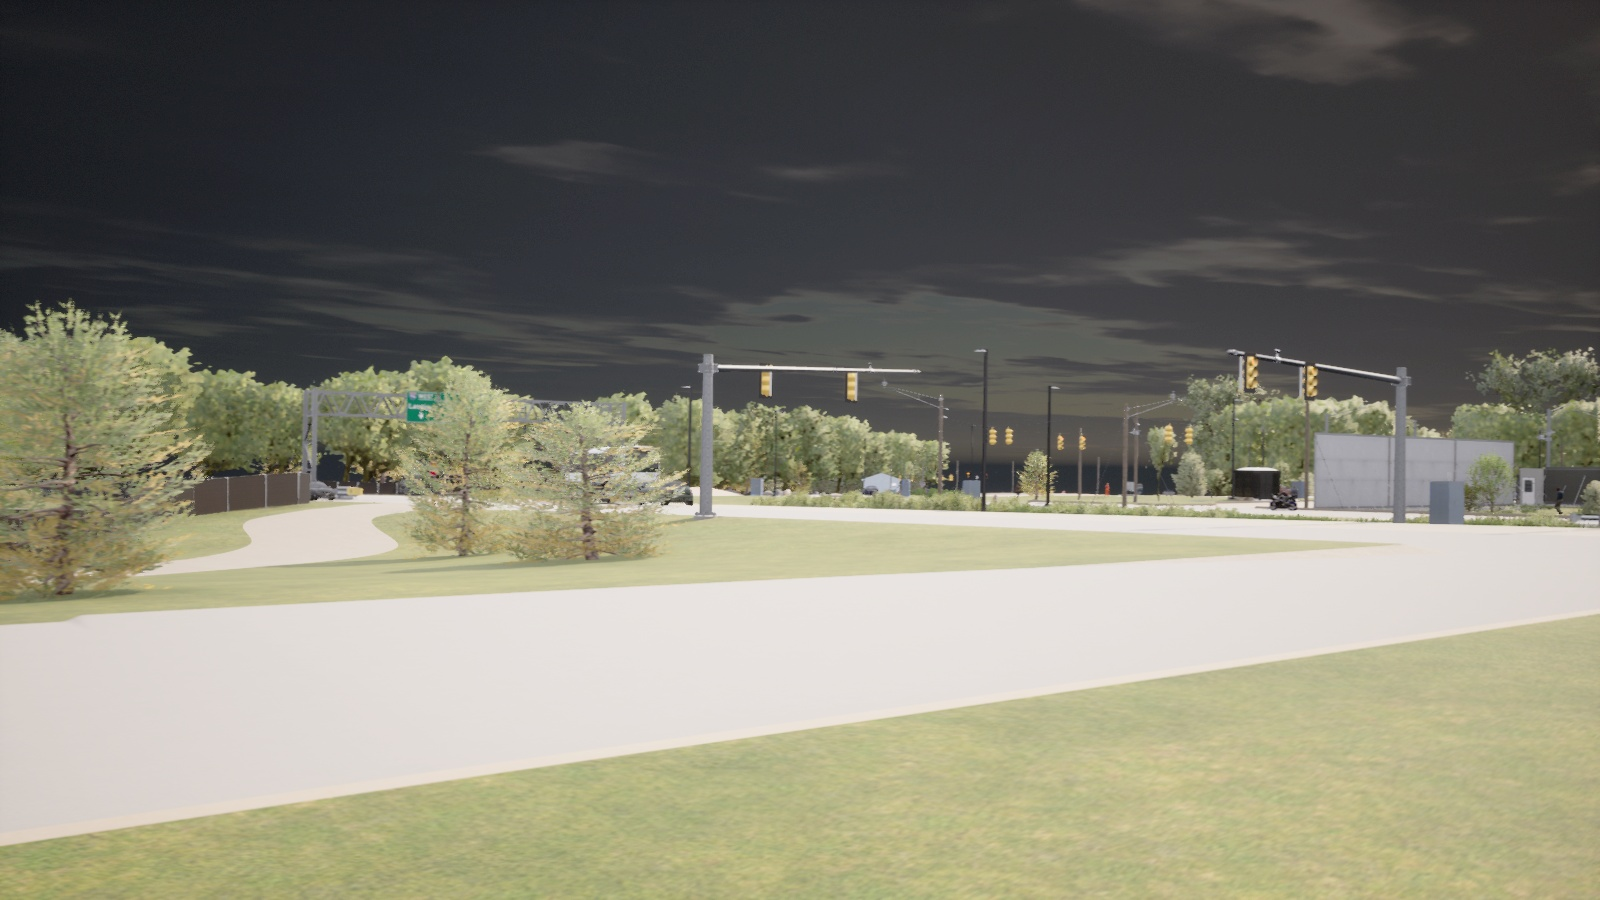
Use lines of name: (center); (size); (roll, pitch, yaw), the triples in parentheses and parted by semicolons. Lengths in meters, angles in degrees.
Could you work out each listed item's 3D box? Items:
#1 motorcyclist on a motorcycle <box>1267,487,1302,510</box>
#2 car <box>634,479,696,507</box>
motorcyclist on a motorcycle: (34.009, 3.395, 88.226); (0.866, 1.530, 2.191); (1, -1, -35)
car: (-8.887, 2.806, 82.589); (2.097, 1.767, 4.553); (1, -2, -35)
